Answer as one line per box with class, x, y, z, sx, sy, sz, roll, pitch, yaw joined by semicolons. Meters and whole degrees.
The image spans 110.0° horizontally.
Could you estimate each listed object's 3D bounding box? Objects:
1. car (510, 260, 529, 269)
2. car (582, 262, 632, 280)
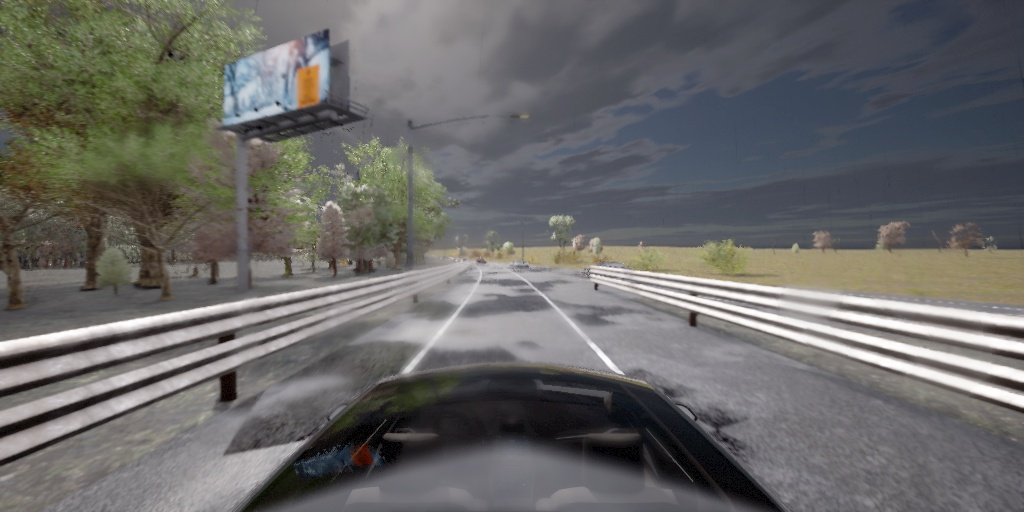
car;1.034;1.212;53.424;1.895;1.301;4.718;-1;0;-14
car;7.381;1.143;28.170;2.033;1.411;5.357;-1;0;-14
